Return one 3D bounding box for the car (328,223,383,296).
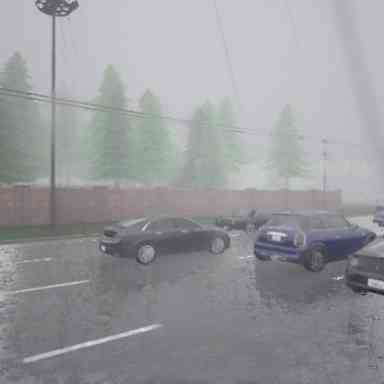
[{"bbox_3d":[5.316,1.558,7.557,4.674,1.442,1.812,0,0,-36],"label":"car"}]

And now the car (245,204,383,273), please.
[{"bbox_3d":[4.222,1.389,11.061,4.553,1.767,2.097,0,0,-35],"label":"car"}]

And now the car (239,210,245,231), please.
[{"bbox_3d":[3.717,1.655,19.298,4.718,1.301,1.895,0,0,-36],"label":"car"}]

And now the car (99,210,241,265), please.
[{"bbox_3d":[-0.787,1.528,11.786,4.892,1.490,1.837,0,0,-36],"label":"car"}]
